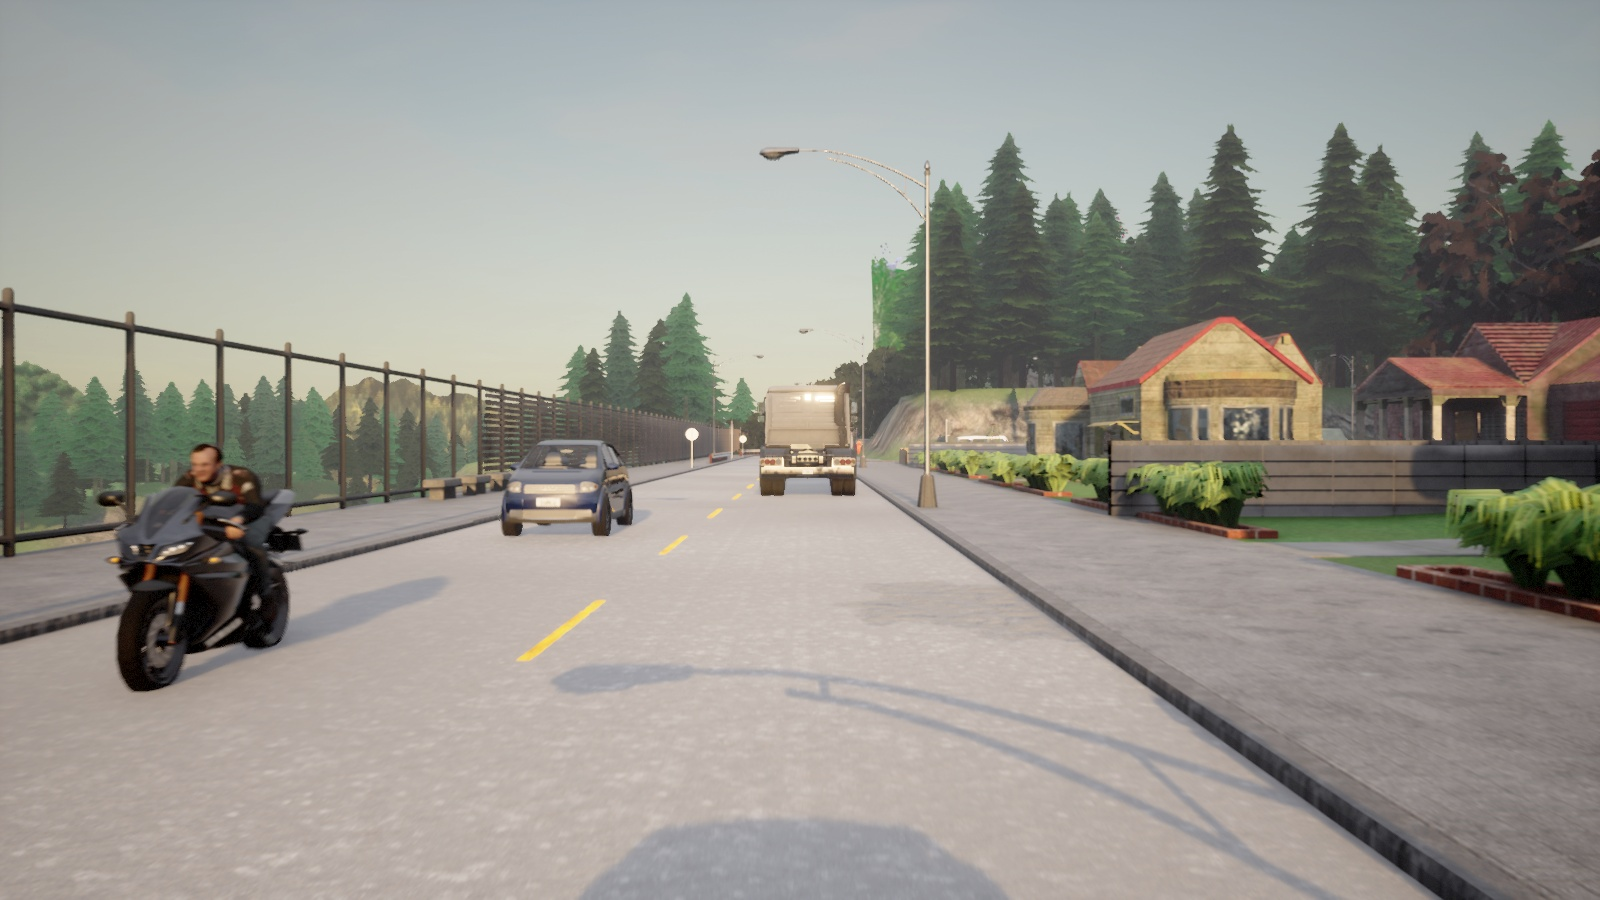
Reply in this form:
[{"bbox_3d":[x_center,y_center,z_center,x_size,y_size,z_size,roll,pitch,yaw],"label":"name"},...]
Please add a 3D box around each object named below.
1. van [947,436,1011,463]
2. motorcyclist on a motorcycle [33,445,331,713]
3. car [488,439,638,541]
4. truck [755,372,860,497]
[{"bbox_3d":[13.416,-0.050,94.215,4.480,2.038,2.069,0,0,0],"label":"van"},{"bbox_3d":[-3.938,0.732,8.265,0.866,1.530,2.191,0,0,0],"label":"motorcyclist on a motorcycle"},{"bbox_3d":[-3.865,0.603,21.062,1.789,1.549,3.705,0,0,0],"label":"car"},{"bbox_3d":[0.236,-0.453,38.662,2.891,3.462,7.936,0,0,0],"label":"truck"}]
